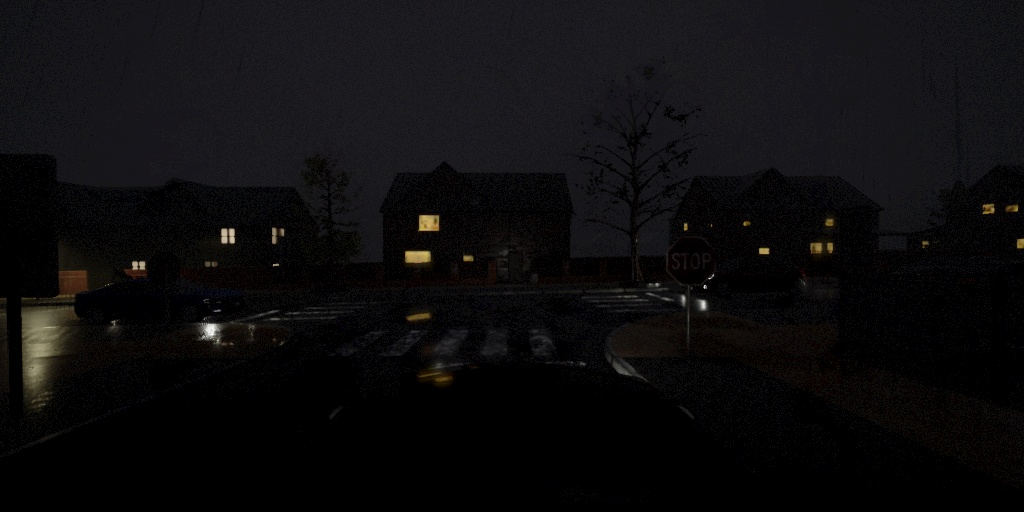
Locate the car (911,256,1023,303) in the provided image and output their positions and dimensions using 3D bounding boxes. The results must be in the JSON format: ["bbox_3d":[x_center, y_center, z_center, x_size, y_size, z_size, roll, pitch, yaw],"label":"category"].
[{"bbox_3d":[18.318,0.835,12.938,5.357,1.411,2.033,-1,1,0],"label":"car"}]

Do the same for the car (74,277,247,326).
[{"bbox_3d":[-12.246,1.487,12.700,5.008,1.535,1.882,-1,1,0],"label":"car"}]

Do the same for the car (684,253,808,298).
[{"bbox_3d":[10.108,0.788,15.777,4.553,1.767,2.097,-1,1,0],"label":"car"}]

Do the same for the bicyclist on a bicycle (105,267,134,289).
[{"bbox_3d":[-20.237,1.409,18.502,0.582,1.620,1.656,-1,1,0],"label":"bicyclist on a bicycle"}]

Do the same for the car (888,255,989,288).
[{"bbox_3d":[19.541,0.706,15.830,4.902,1.511,2.128,-1,1,0],"label":"car"}]
